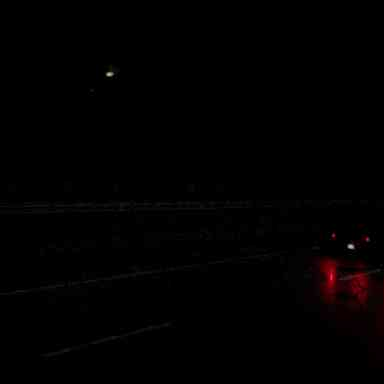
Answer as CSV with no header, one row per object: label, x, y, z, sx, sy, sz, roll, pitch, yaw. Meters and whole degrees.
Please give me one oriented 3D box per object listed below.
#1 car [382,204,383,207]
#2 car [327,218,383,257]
car,30.853,1.881,50.031,5.357,1.411,2.033,0,0,-32
car,7.626,1.713,13.365,4.718,1.301,1.895,1,0,-34
